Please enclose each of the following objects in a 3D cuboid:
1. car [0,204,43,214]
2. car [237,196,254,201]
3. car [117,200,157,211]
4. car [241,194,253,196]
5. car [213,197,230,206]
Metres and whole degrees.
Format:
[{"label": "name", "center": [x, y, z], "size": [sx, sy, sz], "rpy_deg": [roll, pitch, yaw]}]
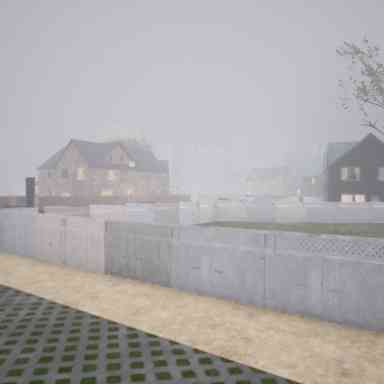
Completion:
[{"label": "car", "center": [-12.120, 1.554, 22.244], "size": [2.033, 1.411, 5.357], "rpy_deg": [2, 1, 37]}, {"label": "car", "center": [7.265, 1.648, 46.884], "size": [2.033, 1.411, 5.357], "rpy_deg": [1, 0, 19]}, {"label": "car", "center": [-4.924, 1.494, 31.784], "size": [2.128, 1.511, 4.902], "rpy_deg": [2, 1, 37]}, {"label": "car", "center": [9.701, 1.298, 59.203], "size": [2.150, 2.045, 5.566], "rpy_deg": [1, 0, 3]}, {"label": "car", "center": [4.170, 1.546, 46.837], "size": [1.837, 1.490, 4.892], "rpy_deg": [2, 0, 21]}]
